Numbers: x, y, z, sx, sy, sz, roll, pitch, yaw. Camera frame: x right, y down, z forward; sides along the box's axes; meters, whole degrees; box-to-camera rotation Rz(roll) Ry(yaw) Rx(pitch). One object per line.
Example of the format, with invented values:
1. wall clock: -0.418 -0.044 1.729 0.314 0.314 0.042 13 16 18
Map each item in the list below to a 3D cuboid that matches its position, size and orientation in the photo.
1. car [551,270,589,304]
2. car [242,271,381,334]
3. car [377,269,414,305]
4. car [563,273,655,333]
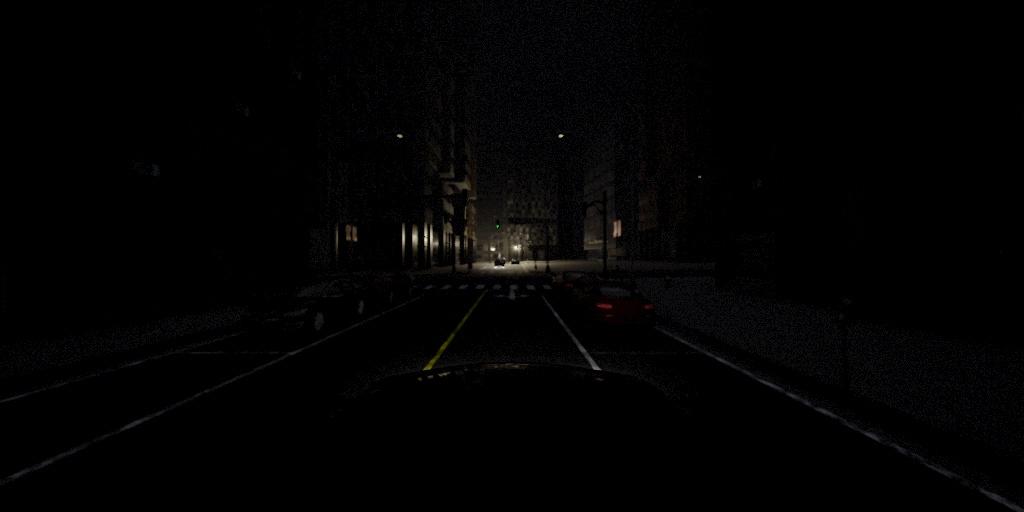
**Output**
1. car: 2.772 1.300 16.126 1.888 1.381 4.507 0 0 0
2. car: -5.757 1.304 10.523 2.007 1.370 4.403 0 0 0
3. car: -5.754 1.301 16.132 1.888 1.381 4.507 0 0 0
4. car: 2.768 1.335 10.517 1.802 1.307 4.207 0 0 0
